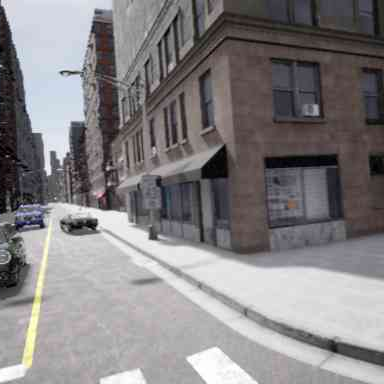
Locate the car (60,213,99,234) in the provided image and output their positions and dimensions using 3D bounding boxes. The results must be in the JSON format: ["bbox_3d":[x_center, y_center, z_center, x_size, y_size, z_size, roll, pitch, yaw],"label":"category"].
[{"bbox_3d":[-8.251,2.152,23.964,1.895,1.301,4.718,-4,0,-31],"label":"car"}]

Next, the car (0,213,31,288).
[{"bbox_3d":[-6.297,1.782,10.007,2.097,1.767,4.553,-4,0,-22],"label":"car"}]

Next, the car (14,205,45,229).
[{"bbox_3d":[-14.421,2.198,29.739,2.150,2.045,5.566,-4,0,-22],"label":"car"}]
